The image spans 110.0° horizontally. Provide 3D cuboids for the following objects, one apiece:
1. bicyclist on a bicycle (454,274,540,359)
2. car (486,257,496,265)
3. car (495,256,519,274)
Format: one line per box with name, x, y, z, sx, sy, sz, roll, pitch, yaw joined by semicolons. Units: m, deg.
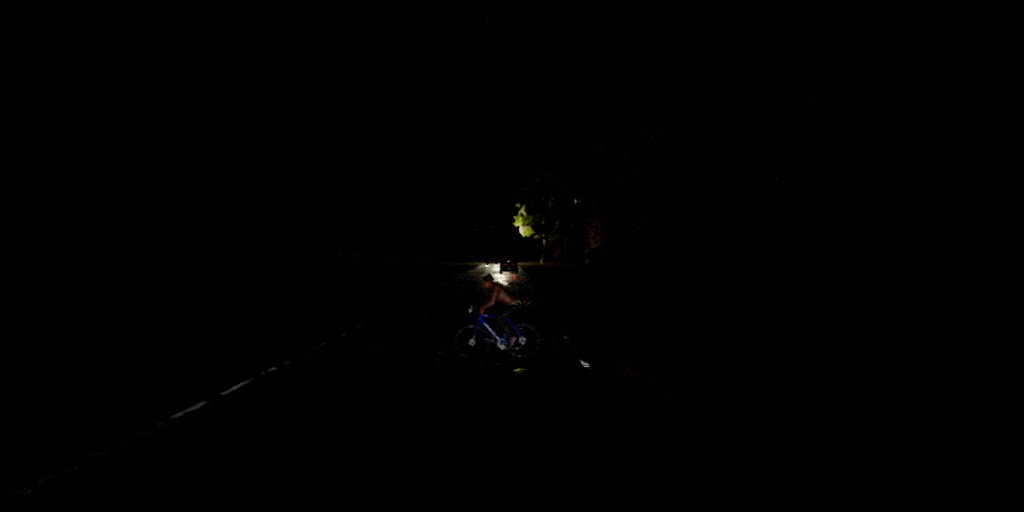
bicyclist on a bicycle;-0.289;1.174;6.857;1.656;1.620;0.582;-1;0;-1
car;-3.546;0.883;63.163;1.812;1.442;4.674;0;1;0
car;-0.333;1.021;37.304;2.128;1.511;4.902;0;0;-1
